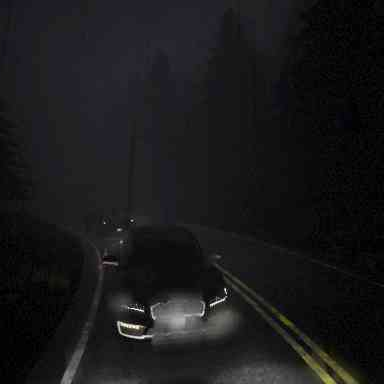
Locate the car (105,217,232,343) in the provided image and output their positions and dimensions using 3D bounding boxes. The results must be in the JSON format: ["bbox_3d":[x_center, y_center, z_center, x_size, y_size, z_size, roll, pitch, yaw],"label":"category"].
[{"bbox_3d":[-0.650,1.495,6.838,1.837,1.490,4.892,-1,0,-11],"label":"car"}]

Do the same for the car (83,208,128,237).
[{"bbox_3d":[-4.753,1.616,18.760,1.895,1.301,4.718,-3,1,-29],"label":"car"}]
